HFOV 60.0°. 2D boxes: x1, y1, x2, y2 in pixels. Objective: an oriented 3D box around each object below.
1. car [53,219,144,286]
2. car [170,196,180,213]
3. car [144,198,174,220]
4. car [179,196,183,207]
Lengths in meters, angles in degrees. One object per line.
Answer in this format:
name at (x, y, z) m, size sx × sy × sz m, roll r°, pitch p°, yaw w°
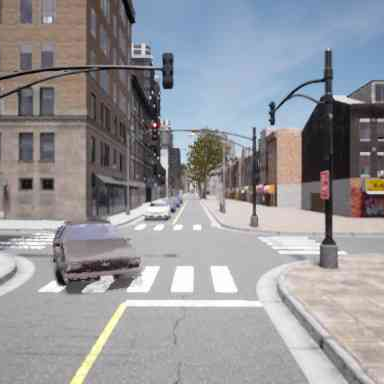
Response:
car at (-3.046, 1.542, 9.860) m, size 2.033 × 1.411 × 5.357 m, roll 0°, pitch 0°, yaw -26°
car at (-2.739, 1.514, 37.284) m, size 2.033 × 1.411 × 5.357 m, roll 0°, pitch 0°, yaw 0°
car at (-2.768, 1.502, 27.505) m, size 1.812 × 1.442 × 4.674 m, roll 0°, pitch 0°, yaw 0°
car at (-2.676, 1.485, 47.583) m, size 1.812 × 1.442 × 4.674 m, roll 0°, pitch 0°, yaw 1°
